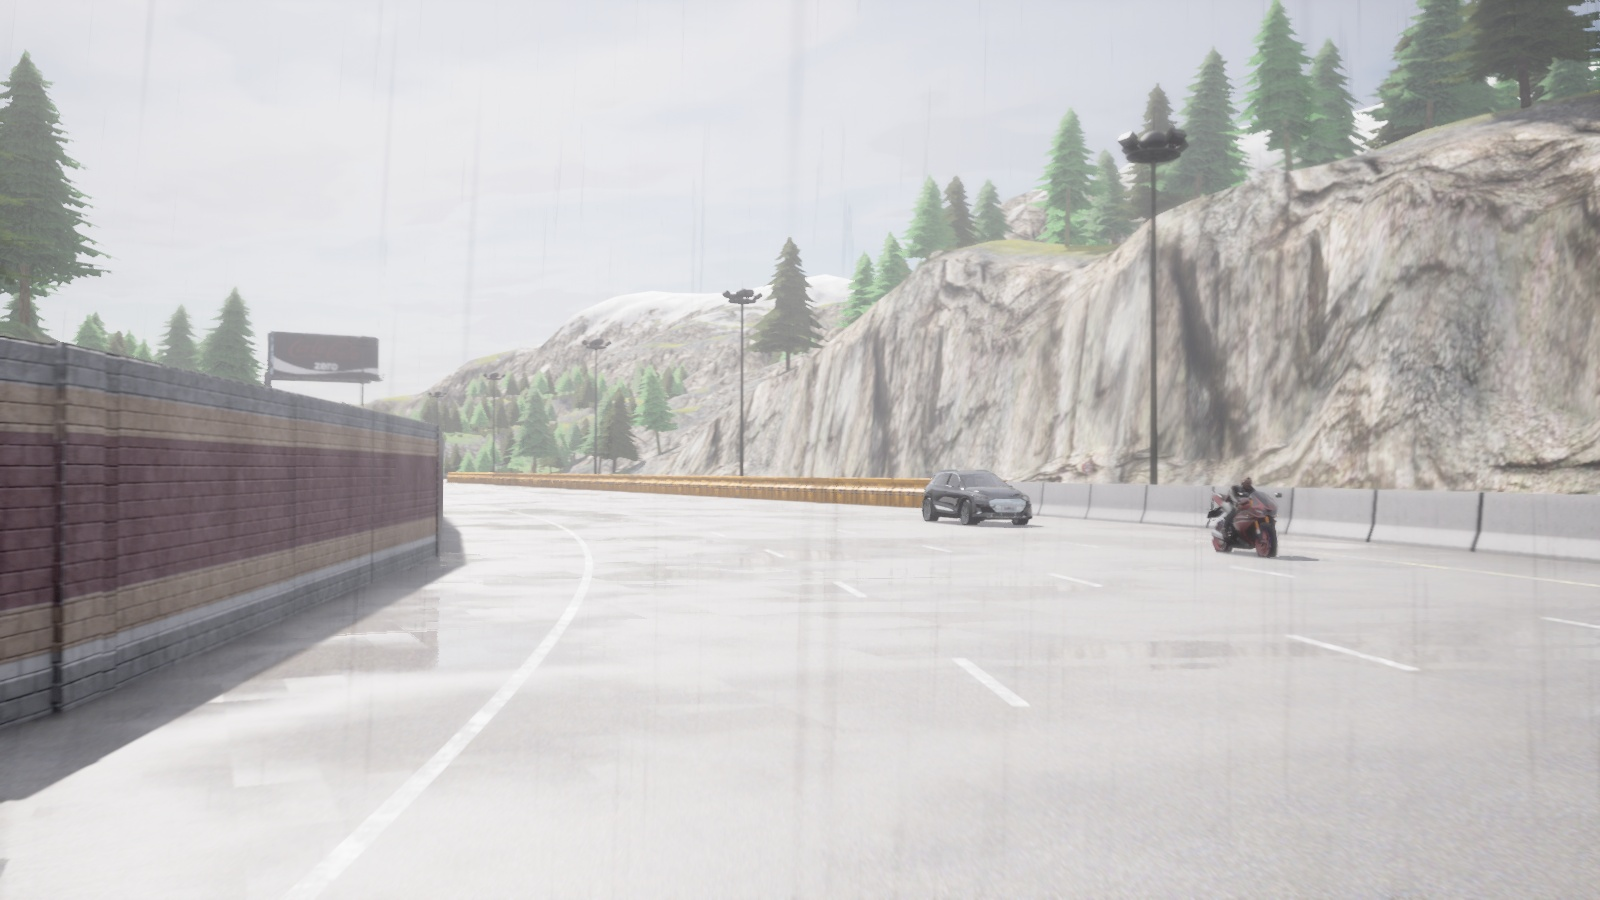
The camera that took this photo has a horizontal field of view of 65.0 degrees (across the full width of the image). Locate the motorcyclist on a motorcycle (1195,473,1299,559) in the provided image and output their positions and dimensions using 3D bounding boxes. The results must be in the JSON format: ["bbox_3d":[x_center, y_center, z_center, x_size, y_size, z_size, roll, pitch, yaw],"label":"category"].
[{"bbox_3d":[8.416,1.211,23.766,0.866,1.530,2.191,0,-1,-10],"label":"motorcyclist on a motorcycle"}]

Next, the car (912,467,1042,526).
[{"bbox_3d":[5.227,1.355,37.797,2.033,1.649,4.856,0,-1,-16],"label":"car"}]
